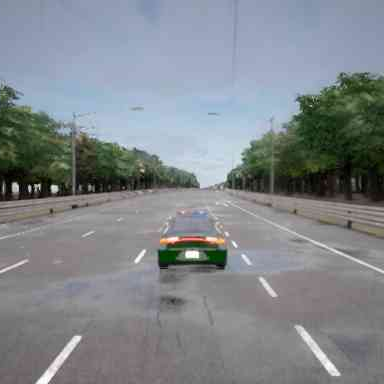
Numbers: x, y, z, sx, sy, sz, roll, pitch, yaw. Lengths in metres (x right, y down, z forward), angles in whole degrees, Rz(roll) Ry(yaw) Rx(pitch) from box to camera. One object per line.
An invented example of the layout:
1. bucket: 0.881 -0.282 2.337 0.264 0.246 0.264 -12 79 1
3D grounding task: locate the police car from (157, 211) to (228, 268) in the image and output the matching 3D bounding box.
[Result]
1. police car: 0.007 1.408 11.080 2.038 1.542 4.974 0 1 0
